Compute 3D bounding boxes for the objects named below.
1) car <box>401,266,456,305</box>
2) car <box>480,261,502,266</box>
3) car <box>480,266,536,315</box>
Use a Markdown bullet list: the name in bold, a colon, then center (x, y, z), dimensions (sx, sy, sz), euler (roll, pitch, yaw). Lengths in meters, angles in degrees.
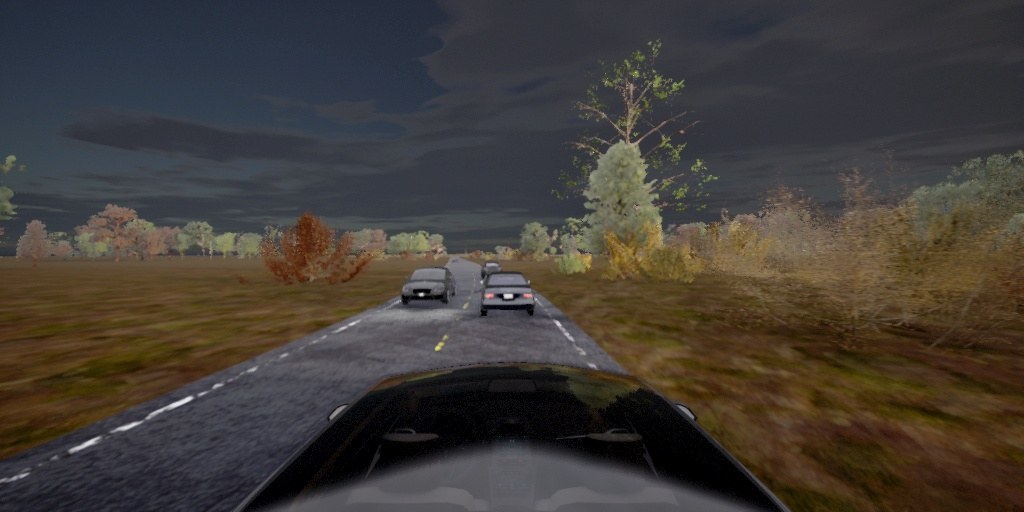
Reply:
- **car**: center (-3.594, 1.229, 16.086), dimensions (1.837, 1.490, 4.892), euler (0, 0, -3)
- **car**: center (-1.849, 1.213, 32.462), dimensions (1.812, 1.442, 4.674), euler (0, 0, -7)
- **car**: center (-0.231, 1.271, 13.468), dimensions (2.033, 1.411, 5.357), euler (0, 0, -3)
